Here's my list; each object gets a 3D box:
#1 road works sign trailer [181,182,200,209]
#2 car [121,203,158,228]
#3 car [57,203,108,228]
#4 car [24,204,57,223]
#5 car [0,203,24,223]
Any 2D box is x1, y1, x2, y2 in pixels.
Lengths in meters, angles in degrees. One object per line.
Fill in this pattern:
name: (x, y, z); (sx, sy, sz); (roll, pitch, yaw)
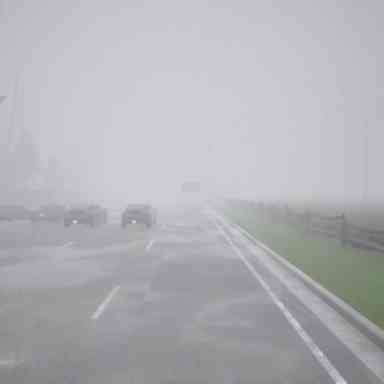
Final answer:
road works sign trailer: (-0.157, 0.451, 43.871); (2.380, 3.560, 2.880); (0, 0, 0)
car: (-3.460, 1.500, 22.184); (1.837, 1.490, 4.892); (0, 0, 0)
car: (-6.961, 1.500, 22.181); (1.837, 1.490, 4.892); (0, 0, 0)
car: (-10.475, 1.558, 25.174); (1.994, 1.385, 4.181); (0, 0, 0)
car: (-13.975, 1.558, 25.721); (1.994, 1.385, 4.181); (0, 0, 0)
